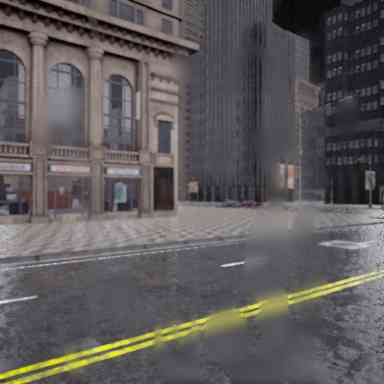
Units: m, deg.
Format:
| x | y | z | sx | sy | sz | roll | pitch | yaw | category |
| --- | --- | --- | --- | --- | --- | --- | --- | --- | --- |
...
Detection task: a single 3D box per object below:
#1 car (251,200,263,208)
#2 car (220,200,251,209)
| x | y | z | sx | sy | sz | roll | pitch | yaw | category |
| --- | --- | --- | --- | --- | --- | --- | --- | --- | --- |
| 10.261 | 2.119 | 58.332 | 1.895 | 1.301 | 4.718 | 0 | -1 | -35 | car |
| 7.138 | 2.062 | 57.113 | 2.033 | 1.411 | 5.357 | 0 | -1 | -35 | car |
